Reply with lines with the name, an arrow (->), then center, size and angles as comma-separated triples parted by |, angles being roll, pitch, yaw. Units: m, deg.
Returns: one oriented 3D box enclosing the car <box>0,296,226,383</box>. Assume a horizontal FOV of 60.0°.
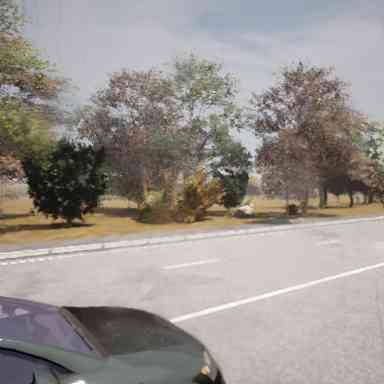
car -> -1.731, 1.565, 2.524 | 4.181, 1.385, 1.994 | 0, 0, -35
